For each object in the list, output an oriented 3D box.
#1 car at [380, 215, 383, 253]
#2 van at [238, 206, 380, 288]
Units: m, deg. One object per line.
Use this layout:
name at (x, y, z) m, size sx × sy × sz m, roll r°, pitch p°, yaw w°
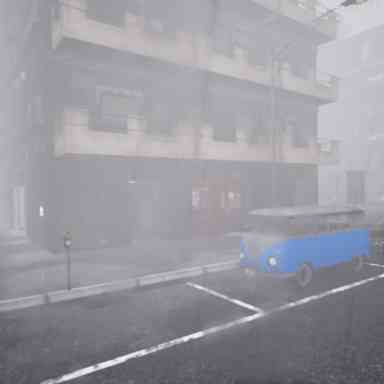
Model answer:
car at (7.556, 1.439, 11.974) m, size 4.403 × 1.369 × 2.008 m, roll -1°, pitch 0°, yaw -36°
van at (3.013, 1.277, 8.732) m, size 3.998 × 1.788 × 1.690 m, roll -1°, pitch 0°, yaw -36°
